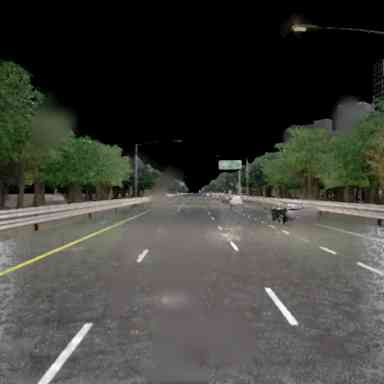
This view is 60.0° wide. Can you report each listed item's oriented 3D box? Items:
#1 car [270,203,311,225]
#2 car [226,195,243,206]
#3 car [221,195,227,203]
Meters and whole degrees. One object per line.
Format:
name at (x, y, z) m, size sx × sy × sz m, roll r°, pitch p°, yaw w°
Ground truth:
car at (7.029, 1.510, 24.190) m, size 2.128 × 1.511 × 4.902 m, roll 0°, pitch 0°, yaw 0°
car at (7.153, 1.580, 54.011) m, size 1.812 × 1.442 × 4.674 m, roll 0°, pitch 0°, yaw 0°
car at (7.264, 1.412, 70.659) m, size 2.097 × 1.767 × 4.553 m, roll 0°, pitch 0°, yaw 0°
